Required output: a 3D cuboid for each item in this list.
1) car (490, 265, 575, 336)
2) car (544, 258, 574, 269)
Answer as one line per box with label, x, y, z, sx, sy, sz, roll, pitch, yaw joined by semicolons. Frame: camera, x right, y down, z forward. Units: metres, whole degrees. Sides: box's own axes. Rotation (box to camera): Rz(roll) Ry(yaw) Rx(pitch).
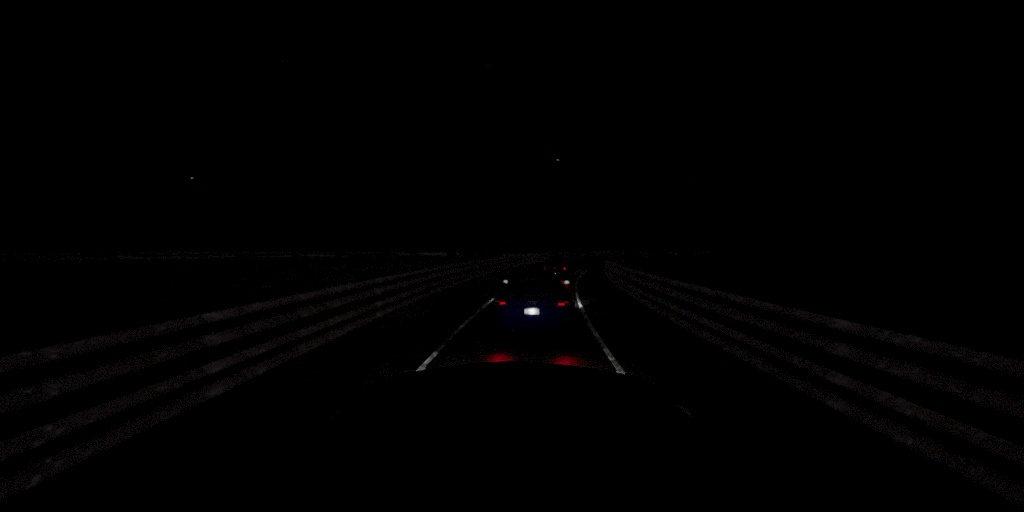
car;0.635;1.128;9.783;1.994;1.385;4.181;0;1;6
car;3.391;0.802;25.832;1.895;1.301;4.718;0;1;14
